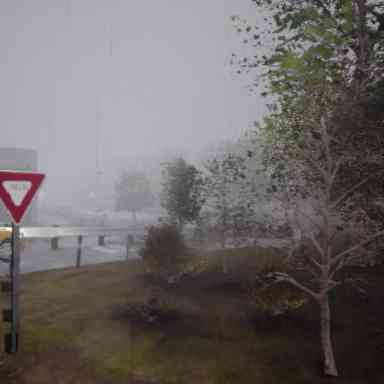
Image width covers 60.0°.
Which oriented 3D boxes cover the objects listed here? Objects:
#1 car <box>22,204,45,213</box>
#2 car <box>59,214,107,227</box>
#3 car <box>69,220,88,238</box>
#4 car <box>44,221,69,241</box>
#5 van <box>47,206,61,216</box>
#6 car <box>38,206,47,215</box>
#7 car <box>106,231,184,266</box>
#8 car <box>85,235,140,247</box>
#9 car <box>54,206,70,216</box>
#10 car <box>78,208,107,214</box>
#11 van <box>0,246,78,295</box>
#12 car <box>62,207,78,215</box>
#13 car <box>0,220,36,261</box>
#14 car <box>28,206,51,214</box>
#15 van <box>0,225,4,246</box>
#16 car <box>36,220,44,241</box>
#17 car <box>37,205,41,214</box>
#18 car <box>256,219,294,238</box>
[{"bbox_3d":[-36.651,3.864,76.891,2.185,1.767,4.553,1,1,19],"label":"car"},{"bbox_3d":[-13.562,4.206,41.671,5.566,2.045,2.435,0,0,17],"label":"car"},{"bbox_3d":[-15.298,4.487,39.327,4.792,1.488,2.163,0,0,17],"label":"car"},{"bbox_3d":[-17.089,4.207,36.961,5.566,2.045,2.435,0,0,17],"label":"car"},{"bbox_3d":[-27.339,3.905,69.217,1.878,1.987,4.442,1,1,19],"label":"van"},{"bbox_3d":[-29.641,4.093,71.218,2.097,1.535,5.008,1,1,19],"label":"car"},{"bbox_3d":[-3.708,4.410,26.560,5.566,2.045,2.435,1,1,17],"label":"car"},{"bbox_3d":[-5.594,4.410,24.150,5.566,2.045,2.435,1,1,17],"label":"car"},{"bbox_3d":[-24.968,4.204,67.451,2.002,1.452,4.674,0,1,19],"label":"car"},{"bbox_3d":[-17.923,4.018,61.791,2.435,2.045,5.566,1,1,19],"label":"car"},{"bbox_3d":[-9.115,4.439,19.313,4.442,1.987,1.878,1,1,17],"label":"van"},{"bbox_3d":[-22.559,4.193,65.752,1.946,1.575,5.366,0,1,19],"label":"car"},{"bbox_3d":[-7.797,1.527,10.438,1.882,1.535,5.008,-2,-3,27],"label":"car"},{"bbox_3d":[-34.330,4.064,74.980,2.002,1.452,4.674,0,1,19],"label":"car"},{"bbox_3d":[-20.815,4.233,32.286,4.442,1.987,1.878,0,0,17],"label":"van"},{"bbox_3d":[-18.883,4.207,34.607,5.566,2.045,2.435,0,0,17],"label":"car"},{"bbox_3d":[-32.006,3.933,73.066,2.185,1.767,4.553,0,1,19],"label":"car"},{"bbox_3d":[7.535,3.202,29.858,2.097,1.767,4.553,1,-4,36],"label":"car"}]
